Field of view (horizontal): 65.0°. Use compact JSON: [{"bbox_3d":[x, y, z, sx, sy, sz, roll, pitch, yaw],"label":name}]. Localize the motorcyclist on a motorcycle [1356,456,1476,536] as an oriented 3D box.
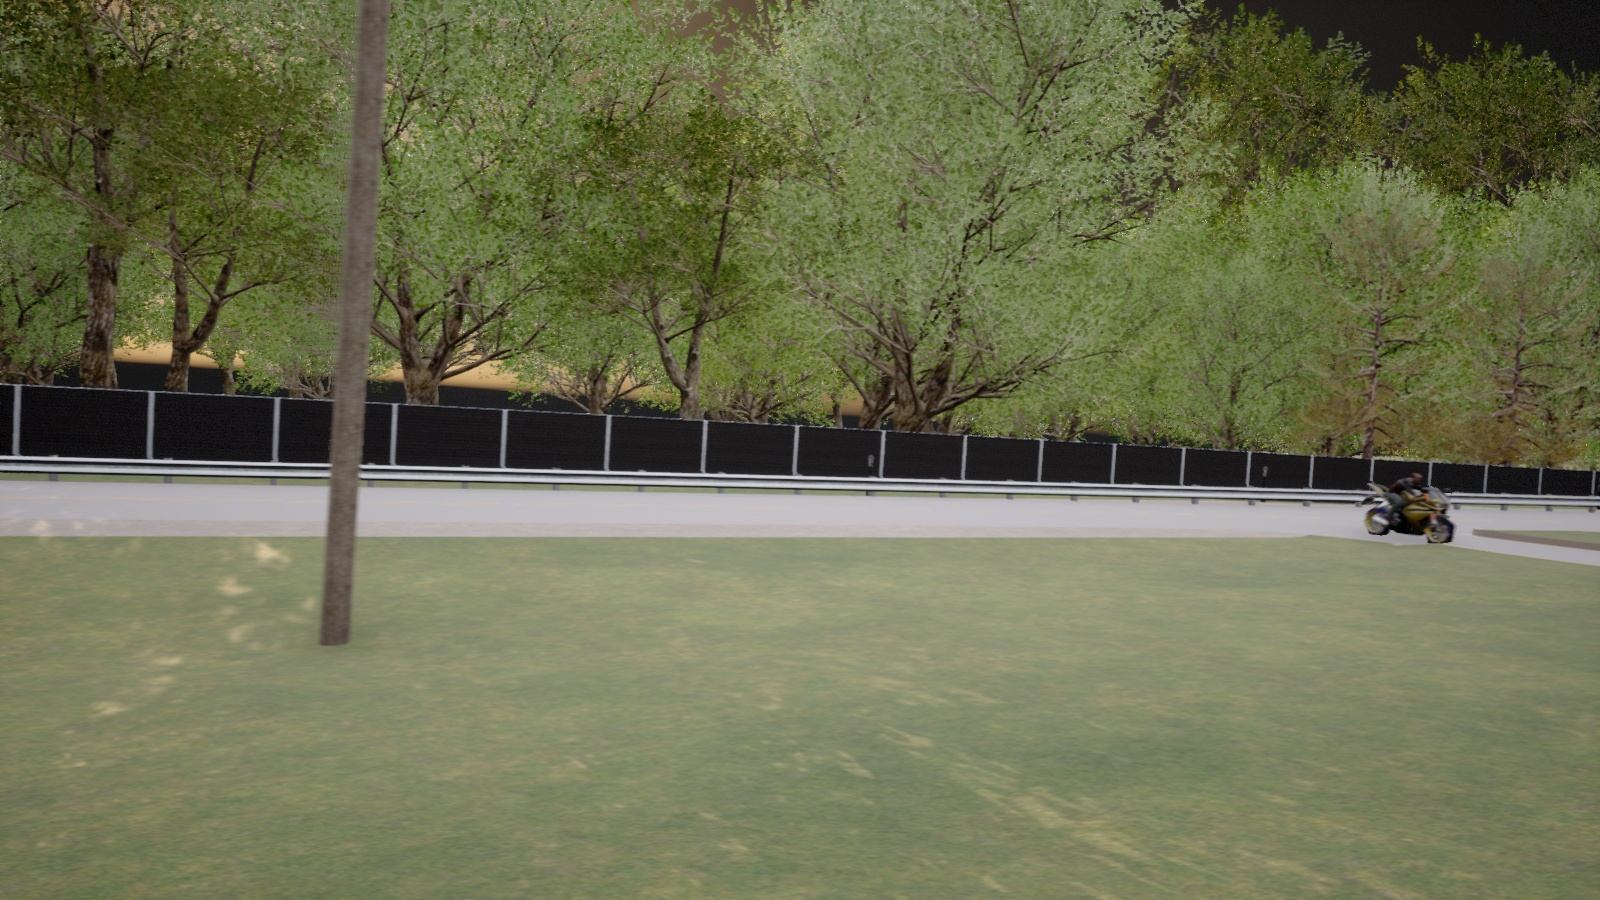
[{"bbox_3d":[13.331,0.965,27.254,0.866,1.530,2.191,1,3,-26],"label":"motorcyclist on a motorcycle"}]
